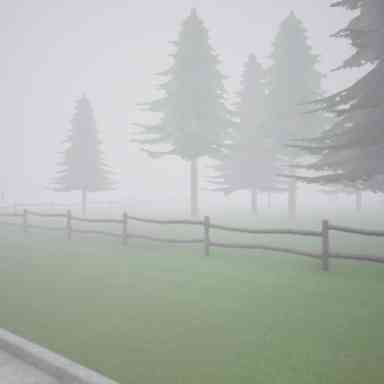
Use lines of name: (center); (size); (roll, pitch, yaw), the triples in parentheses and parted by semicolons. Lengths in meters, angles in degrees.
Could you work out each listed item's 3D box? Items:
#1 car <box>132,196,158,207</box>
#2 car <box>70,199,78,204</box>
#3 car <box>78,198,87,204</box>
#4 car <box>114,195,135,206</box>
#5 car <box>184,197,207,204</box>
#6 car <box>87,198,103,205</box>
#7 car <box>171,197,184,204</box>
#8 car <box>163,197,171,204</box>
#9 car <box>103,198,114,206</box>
car: (-7.941, 1.944, 59.057); (1.994, 1.385, 4.181); (-1, 0, 35)
car: (-24.429, 2.117, 73.870); (2.033, 1.411, 5.357); (-1, 0, 35)
car: (-21.594, 2.098, 71.817); (1.994, 1.385, 4.181); (-1, 0, 35)
car: (-10.975, 1.629, 60.840); (2.150, 2.045, 5.566); (-1, 0, 35)
car: (1.150, 1.860, 71.726); (2.033, 1.411, 5.357); (-1, 0, 36)
car: (-18.760, 2.039, 69.763); (2.128, 1.511, 4.902); (-1, 0, 35)
car: (-1.672, 1.831, 73.796); (1.882, 1.535, 5.008); (-1, 0, 36)
car: (-4.495, 1.864, 75.866); (1.882, 1.535, 5.008); (-1, 0, 36)
car: (-13.680, 1.937, 63.066); (2.128, 1.511, 4.902); (-1, 0, 35)
